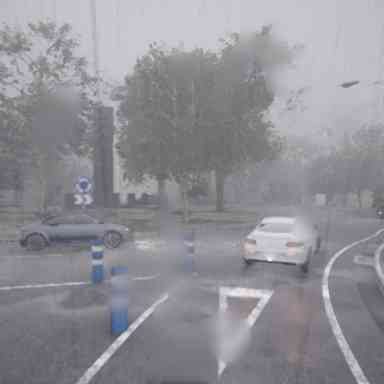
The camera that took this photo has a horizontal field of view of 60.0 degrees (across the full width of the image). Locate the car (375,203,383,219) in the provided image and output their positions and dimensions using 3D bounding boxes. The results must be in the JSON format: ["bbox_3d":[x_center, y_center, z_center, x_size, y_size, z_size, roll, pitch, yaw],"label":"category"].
[{"bbox_3d":[17.082,1.461,26.431,4.892,1.490,1.837,2,-1,-11],"label":"car"}]

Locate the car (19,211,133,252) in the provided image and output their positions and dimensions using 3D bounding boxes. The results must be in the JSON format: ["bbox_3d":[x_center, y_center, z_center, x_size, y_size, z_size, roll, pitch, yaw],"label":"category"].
[{"bbox_3d":[-4.455,1.466,13.133,4.181,1.385,1.994,0,1,-14],"label":"car"}]

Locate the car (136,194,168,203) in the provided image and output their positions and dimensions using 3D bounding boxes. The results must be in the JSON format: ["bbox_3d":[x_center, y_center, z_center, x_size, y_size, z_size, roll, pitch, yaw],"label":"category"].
[{"bbox_3d":[-6.077,1.020,50.471,4.892,1.490,1.837,0,-1,14],"label":"car"}]

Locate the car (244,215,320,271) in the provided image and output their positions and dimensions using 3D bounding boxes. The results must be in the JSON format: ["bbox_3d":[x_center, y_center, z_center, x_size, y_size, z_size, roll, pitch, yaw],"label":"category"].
[{"bbox_3d":[3.027,1.490,10.853,1.812,1.442,4.674,0,1,25],"label":"car"}]

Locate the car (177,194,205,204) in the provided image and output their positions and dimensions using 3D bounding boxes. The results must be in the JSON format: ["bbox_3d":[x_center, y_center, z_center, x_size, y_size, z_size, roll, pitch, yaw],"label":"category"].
[{"bbox_3d":[-0.175,1.056,52.098,4.674,1.442,1.812,1,1,34],"label":"car"}]
